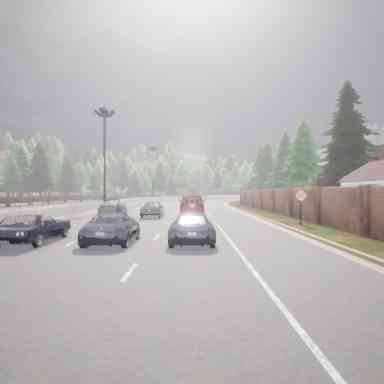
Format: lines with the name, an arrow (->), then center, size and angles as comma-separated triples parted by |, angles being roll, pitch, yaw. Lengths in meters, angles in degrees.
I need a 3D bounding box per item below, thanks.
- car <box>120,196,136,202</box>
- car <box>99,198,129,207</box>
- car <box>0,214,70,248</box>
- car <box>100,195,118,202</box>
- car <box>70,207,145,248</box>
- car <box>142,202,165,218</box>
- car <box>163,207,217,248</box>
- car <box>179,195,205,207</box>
car -> -14.533, 1.563, 75.684 | 1.895, 1.301, 4.718 | 0, 0, 12
car -> -7.000, 1.492, 29.650 | 2.128, 1.511, 4.902 | 0, 0, 0
car -> -7.000, 1.613, 14.680 | 1.895, 1.301, 4.718 | 0, 0, 0
car -> -18.428, 1.460, 74.421 | 1.882, 1.535, 5.008 | 0, 0, 12
car -> -3.500, 1.569, 14.650 | 1.994, 1.385, 4.181 | 0, 0, 0
car -> -3.500, 1.561, 29.650 | 2.033, 1.411, 5.357 | 0, 0, 0
car -> 0.000, 1.570, 14.650 | 1.994, 1.385, 4.181 | 0, 0, 0
car -> 0.000, 1.255, 29.680 | 2.150, 2.045, 5.566 | 0, 0, 0
